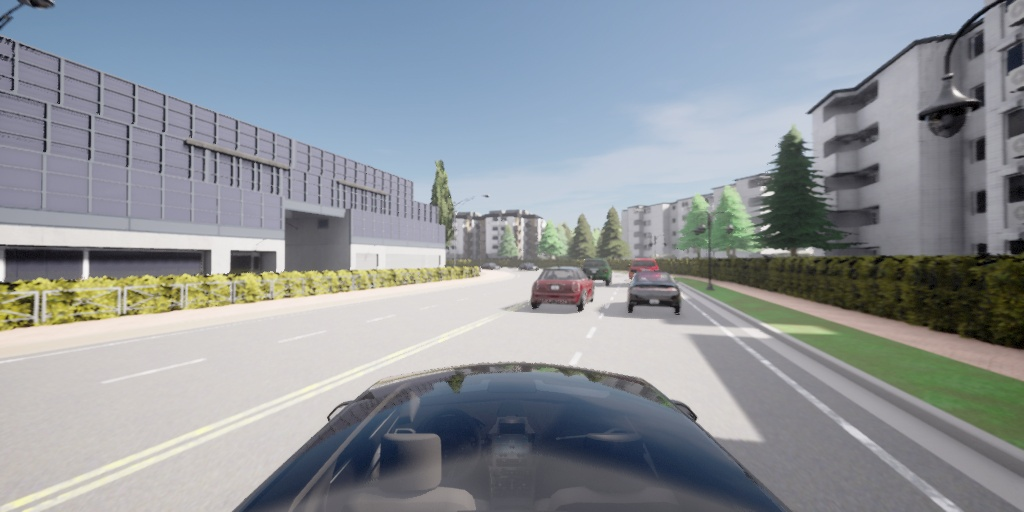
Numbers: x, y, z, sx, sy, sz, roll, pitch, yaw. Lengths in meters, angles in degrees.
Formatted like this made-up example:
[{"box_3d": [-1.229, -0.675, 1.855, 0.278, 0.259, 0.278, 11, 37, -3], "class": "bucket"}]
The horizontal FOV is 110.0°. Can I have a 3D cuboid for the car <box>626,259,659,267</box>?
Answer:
[{"box_3d": [10.174, 1.244, 27.909, 2.150, 2.045, 5.566, 0, 0, 17], "class": "car"}]

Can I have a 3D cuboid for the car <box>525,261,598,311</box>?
[{"box_3d": [2.339, 1.247, 15.643, 2.097, 1.767, 4.553, 0, -1, 19], "class": "car"}]

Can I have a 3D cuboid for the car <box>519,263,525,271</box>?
[{"box_3d": [2.812, 1.864, 60.785, 2.128, 1.511, 4.902, 0, -1, -21], "class": "car"}]

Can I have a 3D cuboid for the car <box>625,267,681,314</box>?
[{"box_3d": [5.675, 1.374, 14.580, 2.128, 1.511, 4.902, 0, 0, 19], "class": "car"}]

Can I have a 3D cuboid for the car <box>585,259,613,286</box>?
[{"box_3d": [6.866, 1.259, 29.048, 2.150, 2.045, 5.566, 0, 0, 17], "class": "car"}]
